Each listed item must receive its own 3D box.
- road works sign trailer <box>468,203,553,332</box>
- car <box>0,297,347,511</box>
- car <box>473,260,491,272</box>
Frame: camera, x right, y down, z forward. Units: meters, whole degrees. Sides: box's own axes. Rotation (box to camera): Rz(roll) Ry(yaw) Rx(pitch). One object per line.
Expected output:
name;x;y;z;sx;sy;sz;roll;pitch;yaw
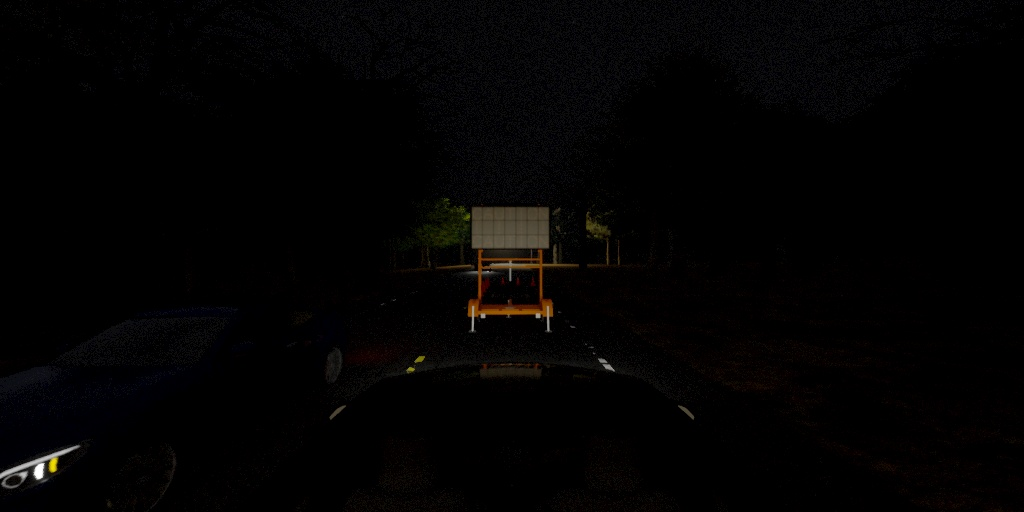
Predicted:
road works sign trailer;-0.047;0.213;10.855;2.380;3.560;2.880;0;0;0
car;-3.610;1.276;4.183;1.812;1.442;4.674;0;0;0
car;-3.834;1.225;46.452;1.837;1.490;4.892;0;0;0
